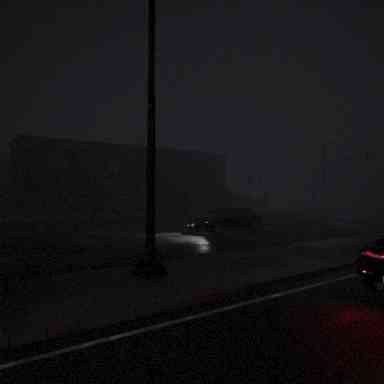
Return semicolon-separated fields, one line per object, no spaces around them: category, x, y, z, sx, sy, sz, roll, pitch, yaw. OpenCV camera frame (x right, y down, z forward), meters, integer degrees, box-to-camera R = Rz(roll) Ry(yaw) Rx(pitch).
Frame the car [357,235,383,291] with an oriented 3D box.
car;5.883;1.553;7.951;4.902;1.511;2.128;1;0;-36

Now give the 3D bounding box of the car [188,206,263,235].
car;2.030;1.592;19.477;4.892;1.490;1.837;1;-1;-35
